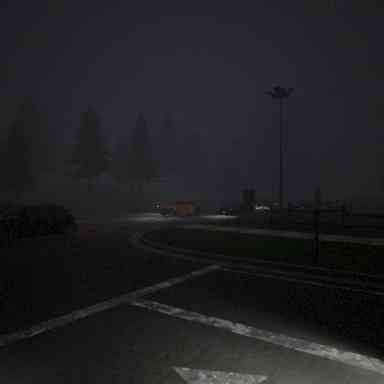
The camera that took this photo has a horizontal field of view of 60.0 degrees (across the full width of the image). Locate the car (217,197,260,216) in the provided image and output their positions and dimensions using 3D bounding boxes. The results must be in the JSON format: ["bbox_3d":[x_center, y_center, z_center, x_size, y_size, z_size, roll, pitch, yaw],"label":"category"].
[{"bbox_3d":[4.527,1.544,33.251,2.033,1.411,5.357,0,0,35],"label":"car"}]

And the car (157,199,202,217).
[{"bbox_3d":[-1.008,1.474,31.464,1.882,1.535,5.008,0,0,35],"label":"car"}]

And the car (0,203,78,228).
[{"bbox_3d":[-10.945,1.544,23.414,2.033,1.411,5.357,0,0,35],"label":"car"}]

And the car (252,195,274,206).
[{"bbox_3d":[11.989,1.347,55.962,2.097,1.767,4.553,0,0,36],"label":"car"}]

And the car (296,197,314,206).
[{"bbox_3d":[17.716,1.522,51.936,1.812,1.442,4.674,0,0,36],"label":"car"}]

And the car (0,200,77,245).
[{"bbox_3d":[-7.841,1.349,15.657,2.097,1.767,4.553,0,0,35],"label":"car"}]

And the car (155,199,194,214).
[{"bbox_3d":[-1.820,1.522,36.360,1.812,1.442,4.674,0,0,35],"label":"car"}]

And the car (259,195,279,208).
[{"bbox_3d":[11.155,1.560,48.741,1.994,1.385,4.181,0,0,35],"label":"car"}]
